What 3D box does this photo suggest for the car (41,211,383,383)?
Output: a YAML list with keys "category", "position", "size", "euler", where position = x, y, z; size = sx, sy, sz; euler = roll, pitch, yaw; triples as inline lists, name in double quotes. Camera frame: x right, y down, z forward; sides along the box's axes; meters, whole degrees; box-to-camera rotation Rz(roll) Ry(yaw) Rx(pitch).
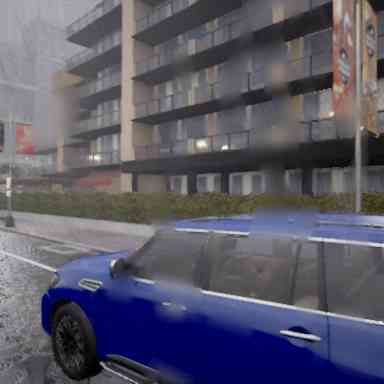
- category: "car"
  position: [0.560, 1.245, 3.765]
  size: [5.566, 2.045, 2.150]
  euler: [0, 0, 37]
